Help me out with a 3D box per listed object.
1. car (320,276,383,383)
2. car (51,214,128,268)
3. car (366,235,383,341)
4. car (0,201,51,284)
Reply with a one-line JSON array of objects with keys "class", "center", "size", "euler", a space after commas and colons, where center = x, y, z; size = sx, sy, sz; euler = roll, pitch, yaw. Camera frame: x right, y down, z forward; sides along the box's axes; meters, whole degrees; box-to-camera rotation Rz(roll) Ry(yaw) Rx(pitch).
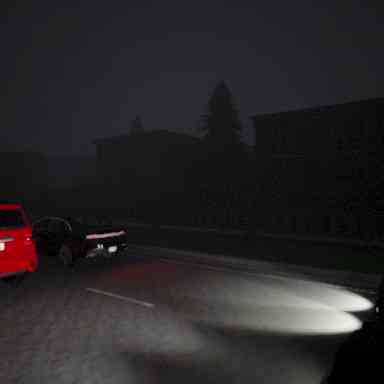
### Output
[{"class": "car", "center": [3.161, 1.600, 1.739], "size": [4.718, 1.301, 1.895], "euler": [0, 0, 36]}, {"class": "car", "center": [-4.345, 1.498, 11.367], "size": [4.902, 1.511, 2.128], "euler": [0, 0, 36]}, {"class": "car", "center": [4.977, 1.563, 4.733], "size": [4.181, 1.385, 1.994], "euler": [0, 0, 36]}, {"class": "car", "center": [-6.177, 1.227, 8.376], "size": [5.566, 2.045, 2.150], "euler": [0, 0, 35]}]
